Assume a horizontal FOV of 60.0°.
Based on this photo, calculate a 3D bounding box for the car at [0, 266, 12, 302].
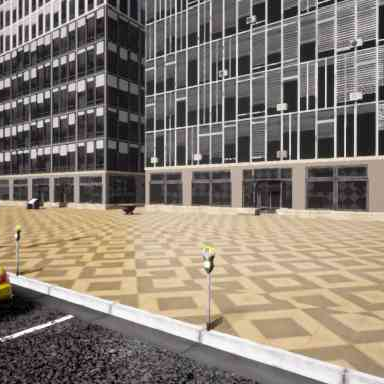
[{"bbox_3d":[-5.565,1.526,6.835,4.829,1.417,1.752,0,0,35],"label":"car"}]
